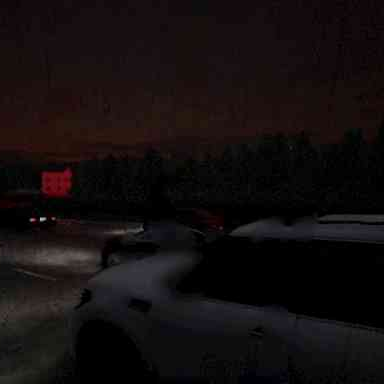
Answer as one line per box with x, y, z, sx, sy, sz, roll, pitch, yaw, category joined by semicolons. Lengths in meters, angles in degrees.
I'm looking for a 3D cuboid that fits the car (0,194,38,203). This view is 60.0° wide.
-15.727;1.228;28.101;5.566;2.045;2.150;0;0;35;car

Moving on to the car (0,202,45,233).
-10.269;1.552;19.910;5.357;1.411;2.033;0;0;35;car

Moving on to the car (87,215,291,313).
-0.248;1.493;8.469;4.902;1.511;2.128;0;0;35;car

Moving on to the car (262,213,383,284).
4.684;1.478;9.249;5.008;1.535;1.882;0;0;35;car

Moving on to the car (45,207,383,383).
1.208;1.220;3.130;5.566;2.045;2.150;0;0;35;car

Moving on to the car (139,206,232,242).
-0.431;1.528;17.177;4.674;1.442;1.812;0;0;35;car
